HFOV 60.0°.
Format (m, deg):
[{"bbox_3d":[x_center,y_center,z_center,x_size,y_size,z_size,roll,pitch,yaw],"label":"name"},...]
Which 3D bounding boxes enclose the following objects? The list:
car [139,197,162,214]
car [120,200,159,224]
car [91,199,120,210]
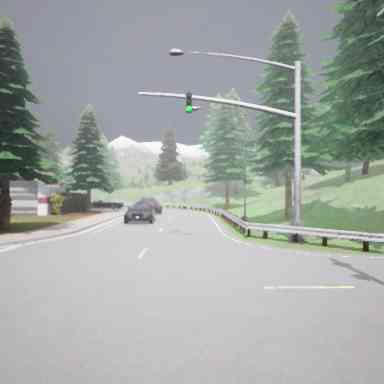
[{"bbox_3d":[-4.514,1.308,34.351,2.097,1.767,4.553,0,0,-19],"label":"car"},{"bbox_3d":[-3.765,1.533,24.554,1.994,1.385,4.181,0,0,-2],"label":"car"},{"bbox_3d":[-11.021,1.555,42.146,4.718,1.301,1.895,0,0,15],"label":"car"}]
